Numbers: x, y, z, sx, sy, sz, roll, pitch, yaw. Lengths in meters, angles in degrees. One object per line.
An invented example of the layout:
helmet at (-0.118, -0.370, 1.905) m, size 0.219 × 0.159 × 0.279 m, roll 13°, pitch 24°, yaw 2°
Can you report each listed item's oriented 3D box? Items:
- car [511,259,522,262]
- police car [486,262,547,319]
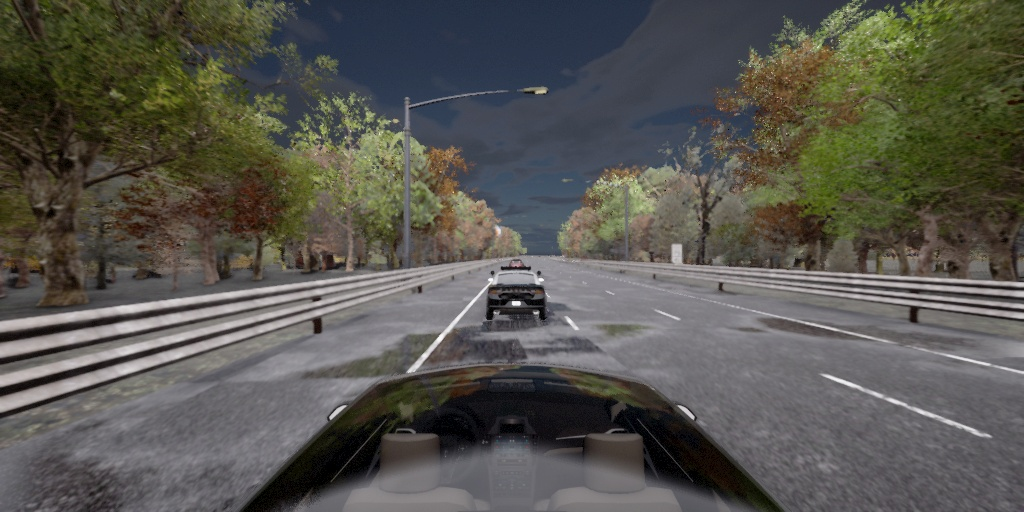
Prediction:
car at (0.563, 1.174, 44.718) m, size 2.033 × 1.649 × 4.856 m, roll 0°, pitch 0°, yaw 1°
police car at (0.141, 1.174, 13.019) m, size 1.930 × 1.638 × 5.238 m, roll 0°, pitch 0°, yaw 0°
